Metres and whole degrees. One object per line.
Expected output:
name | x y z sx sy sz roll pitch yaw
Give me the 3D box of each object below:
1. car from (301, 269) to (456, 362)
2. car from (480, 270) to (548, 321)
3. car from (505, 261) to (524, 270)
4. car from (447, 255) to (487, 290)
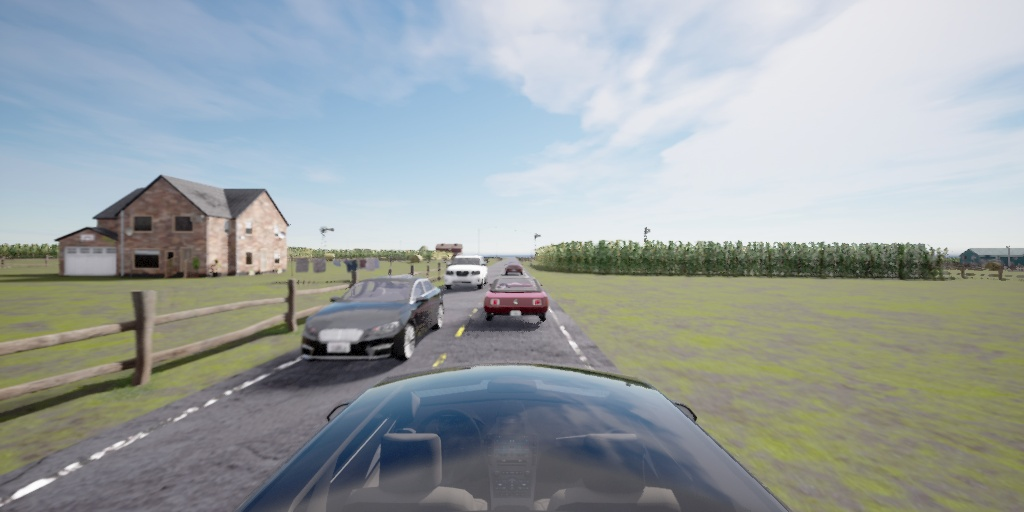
car | -2.832 1.236 8.334 2.128 1.511 4.902 0 0 0
car | 0.125 1.350 12.467 1.895 1.301 4.718 0 0 0
car | 0.214 1.279 38.856 1.812 1.442 4.674 0 0 0
car | -2.772 0.968 22.782 2.150 2.045 5.566 0 0 0
